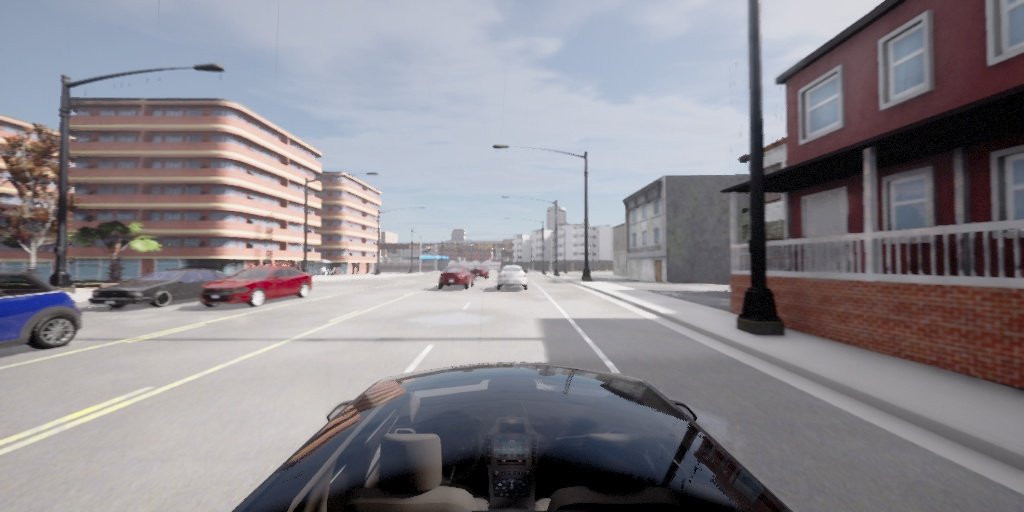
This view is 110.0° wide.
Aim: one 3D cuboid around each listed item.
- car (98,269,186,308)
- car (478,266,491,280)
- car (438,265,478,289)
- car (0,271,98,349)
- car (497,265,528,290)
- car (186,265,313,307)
[{"bbox_3d":[-13.993,1.248,15.154,2.033,1.411,5.357,0,0,0],"label":"car"},{"bbox_3d":[-3.420,1.783,38.723,1.812,1.442,4.674,0,-2,0],"label":"car"},{"bbox_3d":[-3.479,1.316,22.959,1.812,1.442,4.674,0,-1,0],"label":"car"},{"bbox_3d":[-10.580,1.066,5.924,2.097,1.767,4.553,0,0,0],"label":"car"},{"bbox_3d":[0.018,1.311,22.648,1.812,1.442,4.674,0,-1,0],"label":"car"},{"bbox_3d":[-10.493,1.181,15.180,1.882,1.535,5.008,0,0,0],"label":"car"}]
